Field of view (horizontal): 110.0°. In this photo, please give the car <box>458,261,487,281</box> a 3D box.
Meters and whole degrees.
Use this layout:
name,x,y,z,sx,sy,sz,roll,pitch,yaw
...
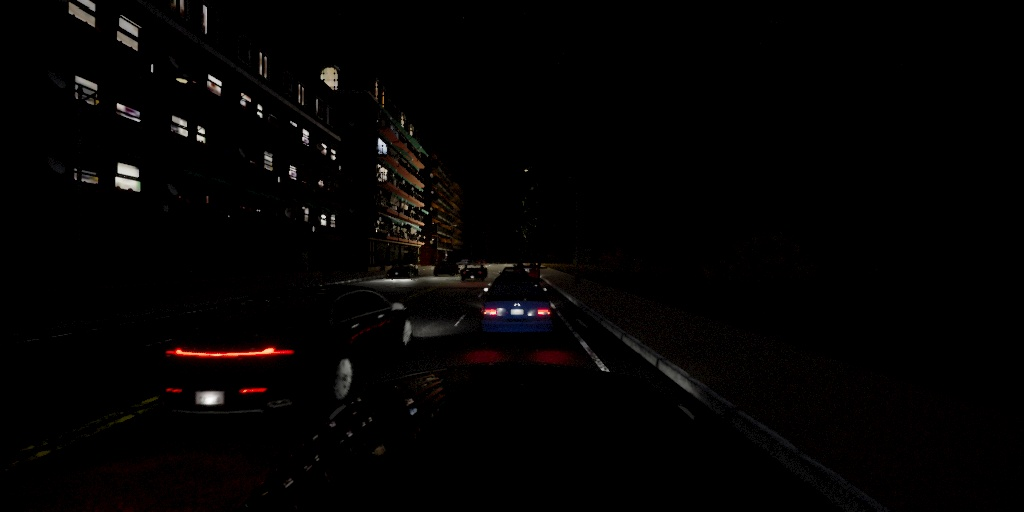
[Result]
name,x,y,z,sx,sy,sz,roll,pitch,yaw
car,-3.120,1.355,30.456,1.895,1.301,4.718,0,0,0

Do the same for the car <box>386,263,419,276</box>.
name,x,y,z,sx,sy,sz,roll,pitch,yaw
car,-9.819,1.318,32.484,1.994,1.385,4.181,0,0,0

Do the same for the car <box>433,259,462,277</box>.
name,x,y,z,sx,sy,sz,roll,pitch,yaw
car,-6.565,1.231,36.014,1.882,1.535,5.008,0,0,0

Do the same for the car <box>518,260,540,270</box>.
name,x,y,z,sx,sy,sz,roll,pitch,yaw
car,1.167,1.105,29.802,2.097,1.767,4.553,0,0,0

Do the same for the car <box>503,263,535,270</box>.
name,x,y,z,sx,sy,sz,roll,pitch,yaw
car,0.113,1.317,20.867,1.994,1.385,4.181,0,0,1

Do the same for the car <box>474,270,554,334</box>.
name,x,y,z,sx,sy,sz,roll,pitch,yaw
car,0.110,1.299,10.534,2.033,1.411,5.357,0,0,0

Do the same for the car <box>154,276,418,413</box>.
name,x,y,z,sx,sy,sz,roll,pitch,yaw
car,-3.147,1.253,6.161,1.837,1.490,4.892,0,-1,0
